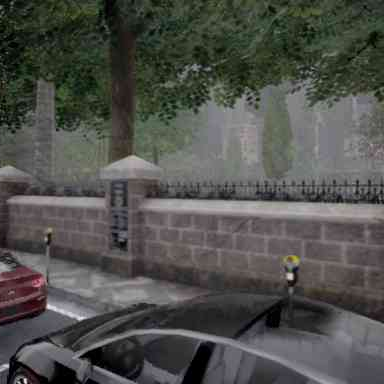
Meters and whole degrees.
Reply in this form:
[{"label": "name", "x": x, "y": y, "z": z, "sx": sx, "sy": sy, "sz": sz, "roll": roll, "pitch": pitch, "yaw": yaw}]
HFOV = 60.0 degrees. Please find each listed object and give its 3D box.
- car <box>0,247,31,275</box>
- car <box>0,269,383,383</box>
[{"label": "car", "x": -4.285, "y": 1.561, "z": 6.014, "sx": 4.206, "sy": 1.307, "sz": 1.802, "roll": 0, "pitch": 0, "yaw": 35}, {"label": "car", "x": 0.214, "y": 1.562, "z": 2.804, "sx": 4.313, "sy": 1.339, "sz": 1.947, "roll": 0, "pitch": 0, "yaw": 35}]
